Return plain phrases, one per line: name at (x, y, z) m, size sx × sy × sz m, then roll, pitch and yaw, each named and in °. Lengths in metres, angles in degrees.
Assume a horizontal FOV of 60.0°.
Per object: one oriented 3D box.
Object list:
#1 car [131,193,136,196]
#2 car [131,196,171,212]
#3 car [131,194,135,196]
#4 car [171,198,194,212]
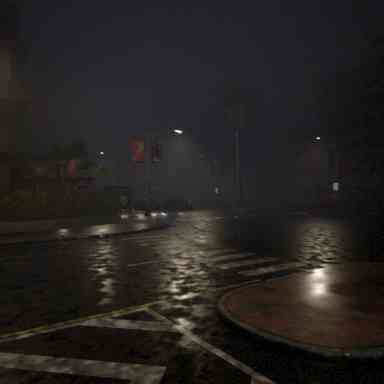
car at (-13.431, 1.220, 68.429) m, size 2.150 × 2.045 × 5.566 m, roll 0°, pitch 0°, yaw -39°
car at (-4.970, 1.547, 38.150) m, size 2.033 × 1.411 × 5.357 m, roll 0°, pitch 0°, yaw -35°
car at (-11.399, 1.526, 53.419) m, size 1.812 × 1.442 × 4.674 m, roll 0°, pitch 0°, yaw -35°
car at (-1.741, 1.478, 39.642) m, size 1.882 × 1.535 × 5.008 m, roll 0°, pitch 0°, yaw -35°
